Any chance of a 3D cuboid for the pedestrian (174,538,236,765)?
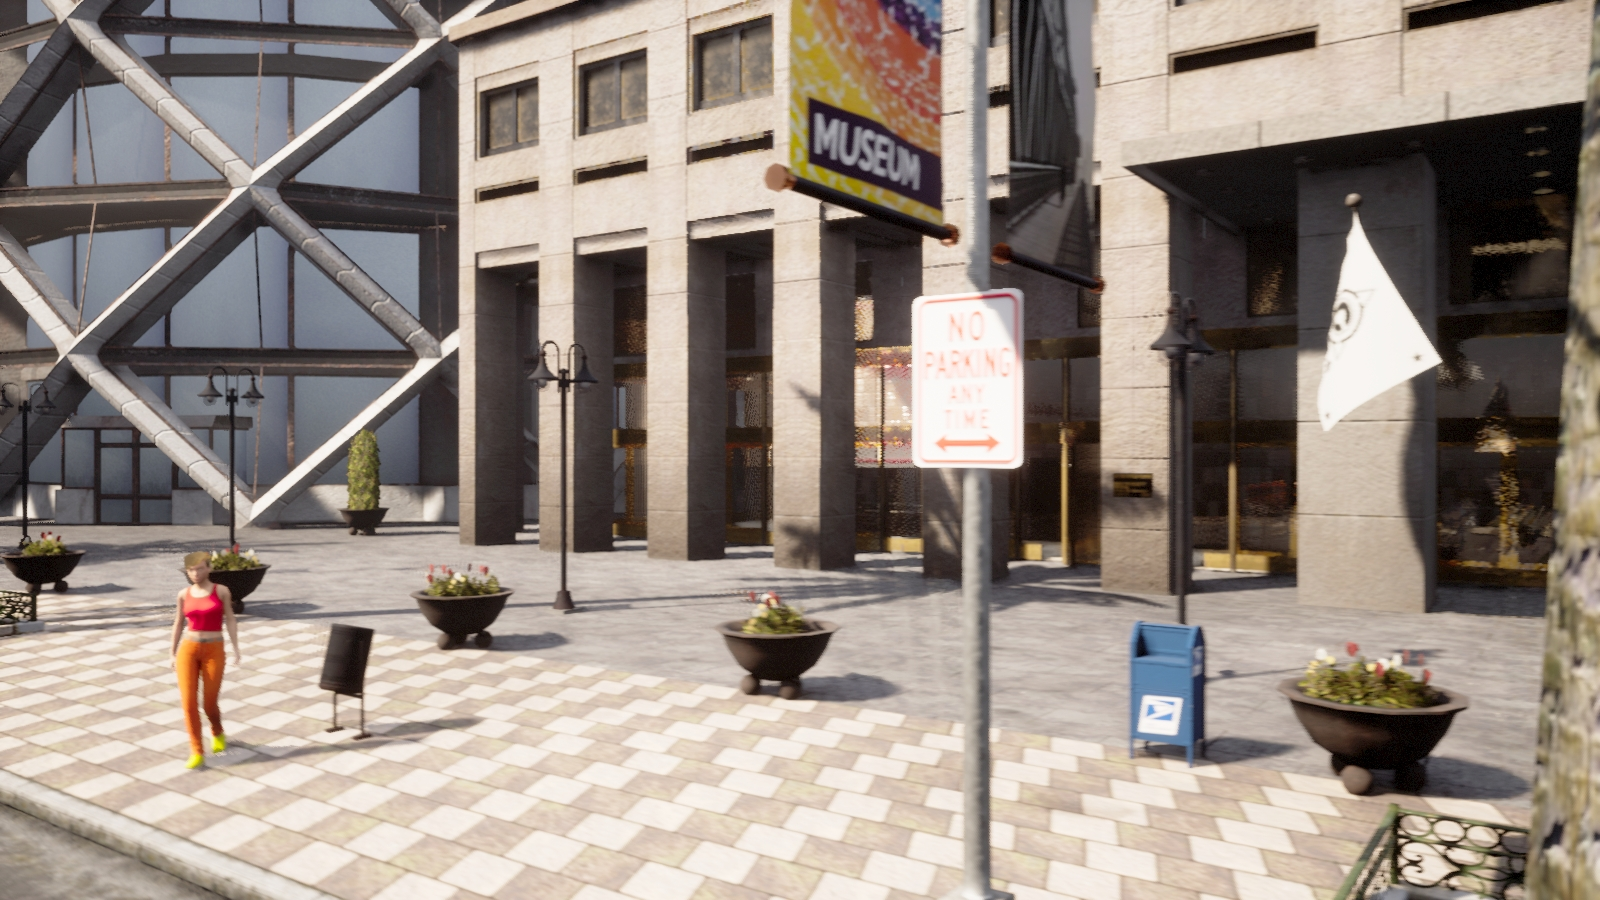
[{"bbox_3d":[-5.076,1.697,9.756,0.375,1.860,0.375,0,0,-12],"label":"pedestrian"}]
